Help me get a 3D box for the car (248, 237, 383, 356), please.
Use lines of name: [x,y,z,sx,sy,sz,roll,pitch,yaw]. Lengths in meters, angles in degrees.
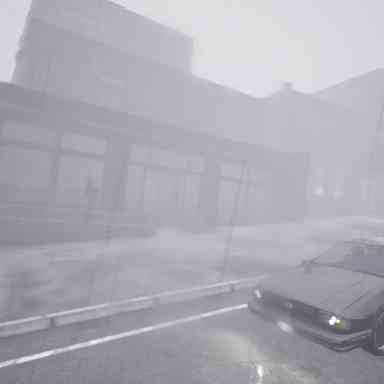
car: [3.599,1.605,6.280,5.357,1.411,2.033,1,0,-33]
